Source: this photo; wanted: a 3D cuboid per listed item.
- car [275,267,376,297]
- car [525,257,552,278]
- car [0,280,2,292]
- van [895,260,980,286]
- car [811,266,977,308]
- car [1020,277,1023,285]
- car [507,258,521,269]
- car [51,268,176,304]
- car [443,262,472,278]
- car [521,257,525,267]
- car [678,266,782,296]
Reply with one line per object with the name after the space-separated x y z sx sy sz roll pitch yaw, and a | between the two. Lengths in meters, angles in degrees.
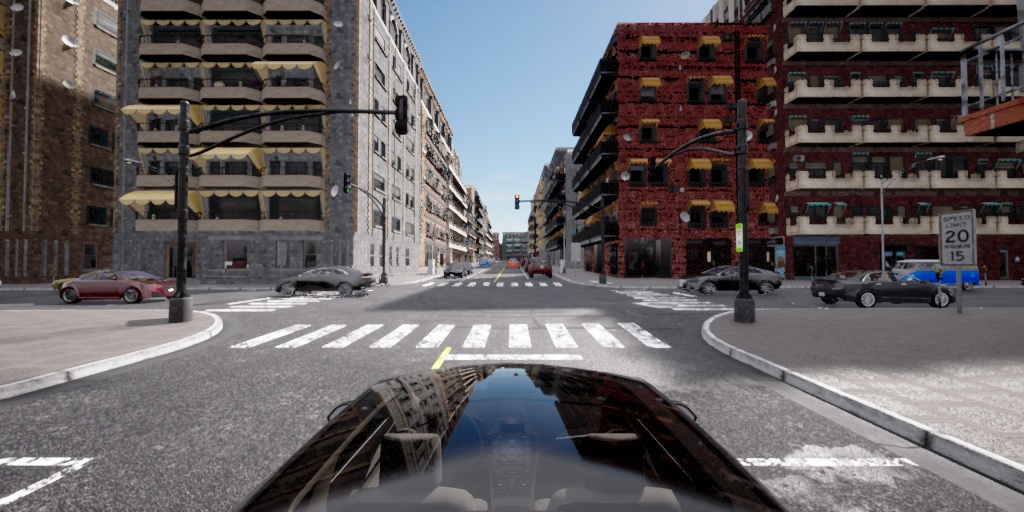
-9.775 1.305 18.905 4.902 1.511 2.128 0 -1 0 | car
2.610 1.073 33.695 2.192 1.841 5.009 0 0 0 | car
-26.677 1.025 16.026 5.566 2.045 2.150 0 -1 0 | car
24.929 1.113 21.224 3.998 1.789 1.690 0 0 0 | van
13.761 1.184 13.387 4.403 1.370 2.007 0 0 0 | car
30.065 1.311 18.748 4.718 1.301 1.895 0 -1 0 | car
0.175 1.157 59.585 2.097 1.767 4.553 0 0 0 | car
-17.188 1.338 15.983 4.181 1.385 1.994 0 -1 0 | car
-5.271 1.324 33.661 1.948 1.339 4.313 0 0 0 | car
2.625 1.081 44.819 2.192 1.841 5.009 0 0 0 | car
11.341 1.244 18.827 4.902 1.511 2.128 0 -1 0 | car
